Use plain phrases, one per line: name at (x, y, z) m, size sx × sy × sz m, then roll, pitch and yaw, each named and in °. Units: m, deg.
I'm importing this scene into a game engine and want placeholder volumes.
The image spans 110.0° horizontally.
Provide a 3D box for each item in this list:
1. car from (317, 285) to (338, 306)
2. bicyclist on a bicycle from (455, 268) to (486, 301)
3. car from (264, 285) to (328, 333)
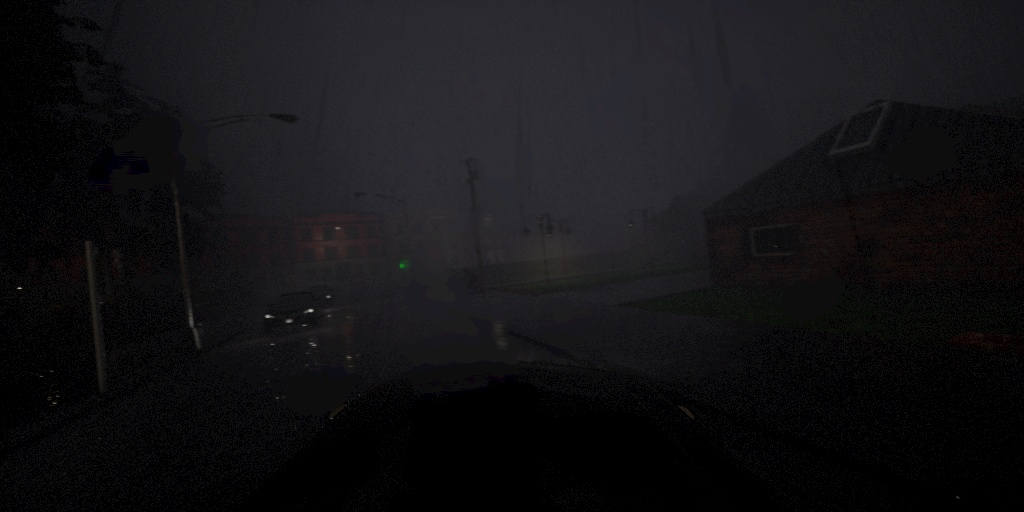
car at (-13.391, 2.771, 24.903) m, size 1.812 × 1.442 × 4.674 m, roll -6°, pitch 0°, yaw -23°
bicyclist on a bicycle at (-2.130, 1.397, 18.127) m, size 1.656 × 1.620 × 0.582 m, roll -6°, pitch 0°, yaw -23°
car at (-9.532, 2.327, 15.906) m, size 1.812 × 1.442 × 4.674 m, roll -6°, pitch 0°, yaw -24°
